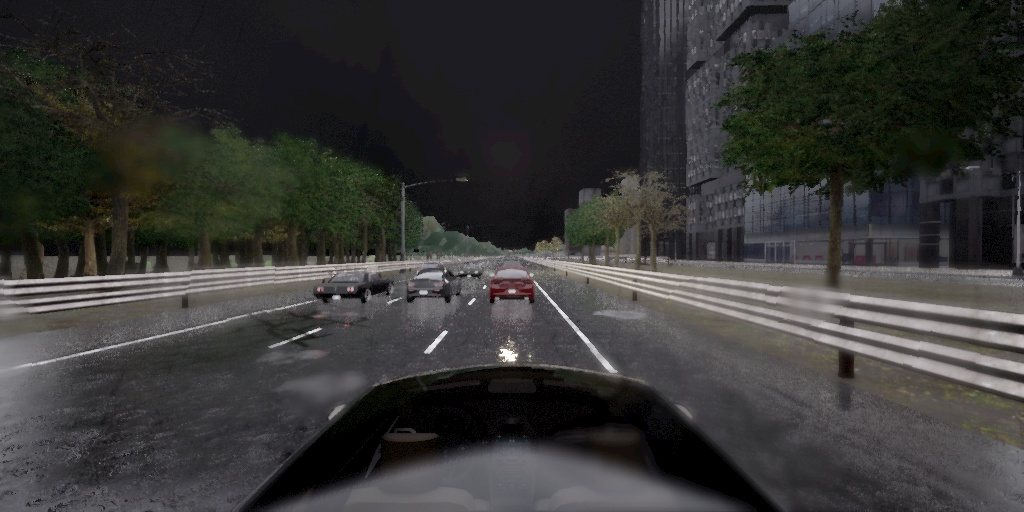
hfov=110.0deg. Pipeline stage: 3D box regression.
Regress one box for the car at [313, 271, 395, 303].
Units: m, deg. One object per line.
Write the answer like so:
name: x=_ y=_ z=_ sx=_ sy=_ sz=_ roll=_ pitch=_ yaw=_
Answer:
car: x=-6.999 y=1.362 z=16.530 sx=1.895 sy=1.301 sz=4.718 roll=0 pitch=0 yaw=0

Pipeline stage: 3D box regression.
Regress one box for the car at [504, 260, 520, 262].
car: x=0.001 y=1.104 z=31.470 sx=2.097 sy=1.767 sz=4.553 roll=0 pitch=0 yaw=0

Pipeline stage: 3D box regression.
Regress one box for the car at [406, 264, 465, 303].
car: x=-3.499 y=1.279 z=16.500 sx=1.812 sy=1.442 sz=4.674 roll=0 pitch=0 yaw=0

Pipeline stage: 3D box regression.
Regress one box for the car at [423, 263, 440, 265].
car: x=-6.999 y=1.301 z=31.500 sx=2.033 sy=1.411 sz=5.357 roll=0 pitch=0 yaw=0

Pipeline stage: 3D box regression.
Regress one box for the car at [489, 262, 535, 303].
car: x=0.001 y=1.231 z=16.500 sx=1.882 sy=1.535 sz=5.008 roll=0 pitch=0 yaw=0

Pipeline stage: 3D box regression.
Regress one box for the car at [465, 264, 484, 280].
car: x=-3.499 y=1.354 z=31.530 sx=1.895 sy=1.301 sz=4.718 roll=0 pitch=0 yaw=0
